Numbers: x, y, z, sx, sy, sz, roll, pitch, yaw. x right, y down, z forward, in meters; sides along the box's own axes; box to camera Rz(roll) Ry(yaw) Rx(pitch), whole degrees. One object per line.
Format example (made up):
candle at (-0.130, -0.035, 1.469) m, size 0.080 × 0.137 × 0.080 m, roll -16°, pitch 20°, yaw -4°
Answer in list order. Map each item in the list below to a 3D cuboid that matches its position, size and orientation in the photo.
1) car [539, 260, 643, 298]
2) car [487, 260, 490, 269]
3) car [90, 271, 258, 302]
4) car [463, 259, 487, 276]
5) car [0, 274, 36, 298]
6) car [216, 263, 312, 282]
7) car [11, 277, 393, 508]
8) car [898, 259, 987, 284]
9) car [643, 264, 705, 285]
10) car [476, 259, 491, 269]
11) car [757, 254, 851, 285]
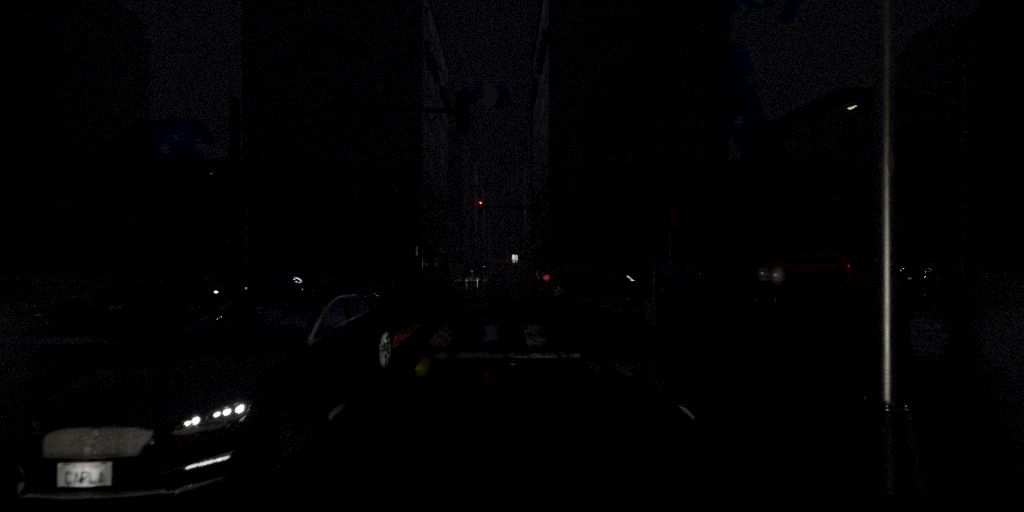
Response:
car at (3.655, 1.076, 17.632) m, size 4.553 × 1.767 × 2.097 m, roll 0°, pitch 0°, yaw -2°
car at (-4.288, 1.285, 47.905) m, size 1.837 × 1.490 × 4.892 m, roll 0°, pitch 0°, yaw -2°
car at (-12.856, 1.392, 13.756) m, size 4.718 × 1.301 × 1.895 m, roll 0°, pitch 0°, yaw 1°
car at (-4.001, 1.260, 37.526) m, size 2.128 × 1.511 × 4.902 m, roll 0°, pitch 0°, yaw -2°
car at (-25.550, 1.318, 16.711) m, size 5.008 × 1.535 × 1.882 m, roll 0°, pitch 0°, yaw -2°
car at (-11.954, 1.139, 17.349) m, size 4.553 × 1.767 × 2.097 m, roll 0°, pitch 0°, yaw -6°
car at (-3.067, 1.241, 4.916) m, size 2.128 × 1.511 × 4.902 m, roll 0°, pitch 0°, yaw -3°
car at (30.060, 0.982, 25.153) m, size 4.553 × 1.767 × 2.097 m, roll 0°, pitch 0°, yaw -2°
car at (10.209, 1.244, 24.539) m, size 5.357 × 1.411 × 2.033 m, roll 0°, pitch 0°, yaw -2°
car at (-4.572, 1.282, 58.301) m, size 2.128 × 1.511 × 4.902 m, roll 0°, pitch 0°, yaw -1°
car at (20.167, 0.883, 24.851) m, size 5.566 × 2.045 × 2.150 m, roll 0°, pitch 0°, yaw -2°
